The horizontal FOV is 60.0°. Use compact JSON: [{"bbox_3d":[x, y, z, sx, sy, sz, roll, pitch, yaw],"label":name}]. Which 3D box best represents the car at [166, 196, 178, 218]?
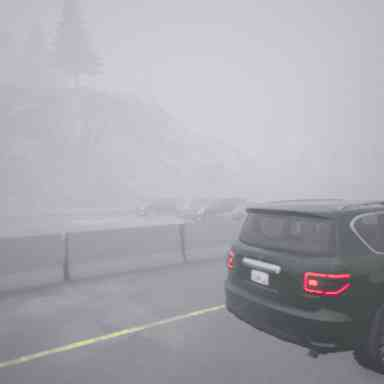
[{"bbox_3d":[0.800,1.100,24.863,4.553,1.767,2.097,-1,1,-29],"label":"car"}]

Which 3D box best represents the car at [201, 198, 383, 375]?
[{"bbox_3d":[3.112,1.135,5.672,5.566,2.045,2.150,-1,1,-33],"label":"car"}]

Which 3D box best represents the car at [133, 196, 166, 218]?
[{"bbox_3d":[-2.441,1.112,27.030,4.553,1.767,2.097,-1,1,-30],"label":"car"}]

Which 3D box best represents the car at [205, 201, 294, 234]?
[{"bbox_3d":[3.184,1.315,18.185,4.674,1.442,1.812,-1,1,-30],"label":"car"}]

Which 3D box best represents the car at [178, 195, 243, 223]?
[{"bbox_3d":[1.777,1.124,21.396,4.553,1.767,2.097,-1,1,-30],"label":"car"}]
